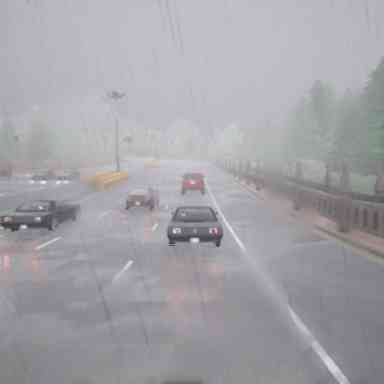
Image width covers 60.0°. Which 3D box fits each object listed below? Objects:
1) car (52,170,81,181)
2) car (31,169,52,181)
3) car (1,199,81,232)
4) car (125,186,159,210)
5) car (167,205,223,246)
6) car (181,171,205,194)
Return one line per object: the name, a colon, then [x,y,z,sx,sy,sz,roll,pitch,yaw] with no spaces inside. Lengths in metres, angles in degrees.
car: [-17.427,-2.454,47.312,2.033,1.411,5.357,0,7,1]
car: [-20.929,-2.478,47.173,1.837,1.490,4.892,0,6,1]
car: [-6.901,0.993,15.850,1.895,1.301,4.718,0,4,0]
car: [-3.402,0.318,23.077,1.812,1.442,4.674,0,6,0]
car: [0.099,1.168,13.104,1.895,1.301,4.718,0,3,0]
car: [0.110,-1.045,32.552,2.150,2.045,5.566,0,7,0]
